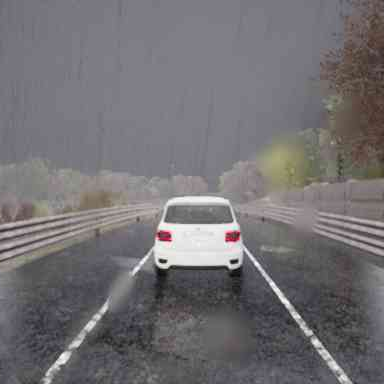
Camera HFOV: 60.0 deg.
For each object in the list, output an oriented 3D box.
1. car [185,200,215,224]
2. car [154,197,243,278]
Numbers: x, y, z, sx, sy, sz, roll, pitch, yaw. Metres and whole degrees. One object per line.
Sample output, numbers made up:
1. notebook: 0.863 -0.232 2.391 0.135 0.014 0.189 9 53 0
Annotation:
1. car: 0.648 1.501 26.101 2.097 1.767 4.553 0 -2 2
2. car: 0.212 1.150 10.051 2.150 2.045 5.566 0 0 1
